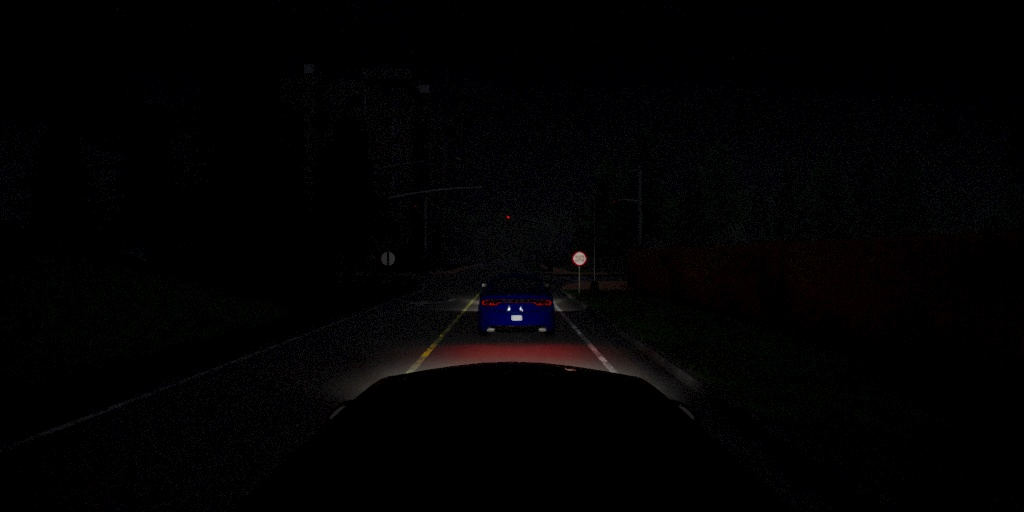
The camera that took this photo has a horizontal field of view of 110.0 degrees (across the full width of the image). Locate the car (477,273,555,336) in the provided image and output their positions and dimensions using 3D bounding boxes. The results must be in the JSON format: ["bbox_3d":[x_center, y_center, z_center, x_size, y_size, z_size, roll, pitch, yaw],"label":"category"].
[{"bbox_3d":[0.100,1.228,10.458,1.882,1.535,5.008,0,0,0],"label":"car"}]
